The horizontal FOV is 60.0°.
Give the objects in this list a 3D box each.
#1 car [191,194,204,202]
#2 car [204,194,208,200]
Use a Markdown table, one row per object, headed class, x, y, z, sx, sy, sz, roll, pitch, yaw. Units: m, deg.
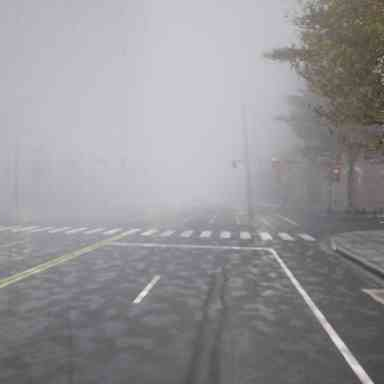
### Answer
| class | x | y | z | sx | sy | sz | roll | pitch | yaw |
| --- | --- | --- | --- | --- | --- | --- | --- | --- | --- |
| car | 0.946 | 1.350 | 70.651 | 1.882 | 1.535 | 5.008 | 1 | 0 | 7 |
| car | 2.985 | 1.222 | 86.958 | 2.097 | 1.767 | 4.553 | 1 | 0 | 7 |
